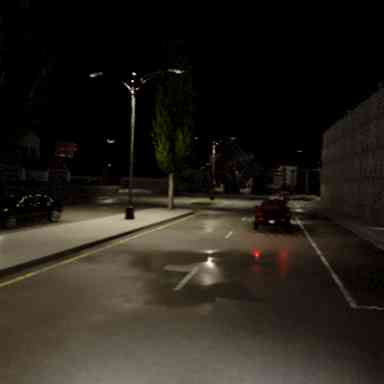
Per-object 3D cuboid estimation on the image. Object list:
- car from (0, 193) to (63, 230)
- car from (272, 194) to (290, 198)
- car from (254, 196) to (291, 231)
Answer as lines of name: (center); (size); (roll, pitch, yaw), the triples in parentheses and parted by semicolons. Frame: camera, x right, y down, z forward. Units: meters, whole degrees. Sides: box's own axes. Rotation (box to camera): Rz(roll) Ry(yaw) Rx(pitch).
car: (-8.205, 0.817, 15.856); (1.837, 1.490, 4.892); (2, 1, 14)
car: (11.582, 0.876, 43.799); (1.895, 1.301, 4.718); (3, 2, 26)
car: (4.460, 1.216, 18.444); (1.812, 1.442, 4.674); (2, 2, 14)
